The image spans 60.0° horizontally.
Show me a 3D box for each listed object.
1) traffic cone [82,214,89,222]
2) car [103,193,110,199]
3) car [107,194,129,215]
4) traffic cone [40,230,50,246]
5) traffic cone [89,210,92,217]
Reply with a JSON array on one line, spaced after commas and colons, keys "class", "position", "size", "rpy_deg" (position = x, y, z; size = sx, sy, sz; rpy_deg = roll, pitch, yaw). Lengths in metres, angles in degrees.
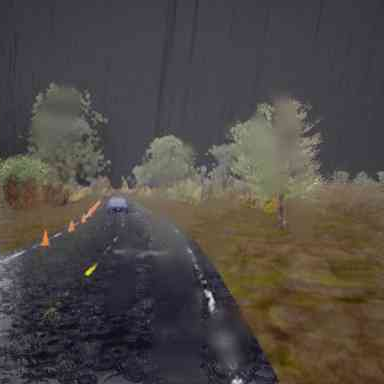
[{"class": "traffic cone", "position": [-7.547, 1.801, 23.241], "size": [0.340, 0.580, 0.340], "rpy_deg": [0, 0, -11]}, {"class": "car", "position": [-18.271, 0.930, 71.971], "size": [1.882, 1.535, 5.008], "rpy_deg": [0, 0, -14]}, {"class": "car", "position": [-7.105, 1.258, 31.874], "size": [1.882, 1.535, 5.008], "rpy_deg": [0, 0, -14]}, {"class": "traffic cone", "position": [-5.980, 1.868, 13.583], "size": [0.340, 0.580, 0.340], "rpy_deg": [0, 0, -7]}, {"class": "traffic cone", "position": [-8.615, 1.771, 28.016], "size": [0.340, 0.580, 0.340], "rpy_deg": [0, 0, -14]}]
